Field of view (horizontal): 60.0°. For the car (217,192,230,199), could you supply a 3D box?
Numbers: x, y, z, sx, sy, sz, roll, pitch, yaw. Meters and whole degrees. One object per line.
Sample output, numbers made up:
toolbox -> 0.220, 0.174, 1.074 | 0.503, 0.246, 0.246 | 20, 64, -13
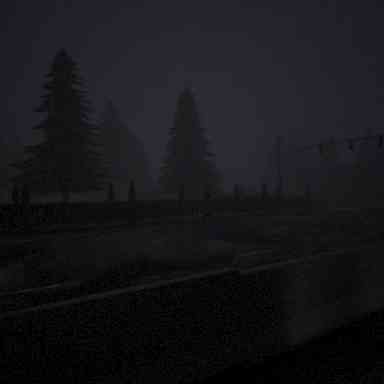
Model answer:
car -> 6.767, 0.680, 70.996 | 1.812, 1.442, 4.674 | -1, 1, -6

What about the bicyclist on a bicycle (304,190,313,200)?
bicyclist on a bicycle -> 20.336, 0.535, 58.205 | 1.656, 1.620, 0.582 | -2, 1, -32

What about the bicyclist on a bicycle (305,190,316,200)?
bicyclist on a bicycle -> 20.683, 0.540, 57.339 | 1.656, 1.620, 0.582 | -1, 0, -7
